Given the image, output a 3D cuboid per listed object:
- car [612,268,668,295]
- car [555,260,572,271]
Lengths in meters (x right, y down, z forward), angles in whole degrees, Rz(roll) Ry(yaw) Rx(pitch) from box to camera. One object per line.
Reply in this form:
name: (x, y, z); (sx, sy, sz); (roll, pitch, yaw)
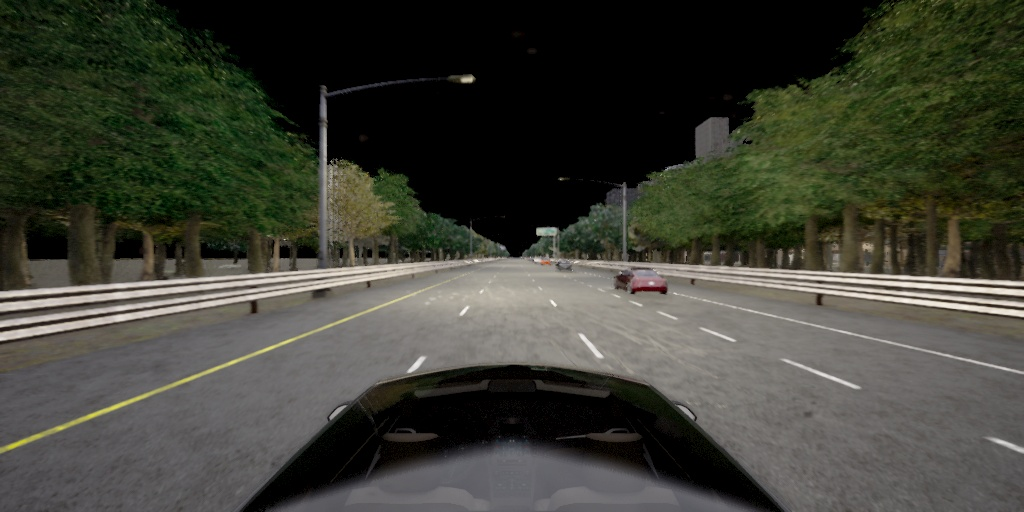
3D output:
car: (7.017, 1.335, 20.037); (1.994, 1.385, 4.181); (0, 0, 0)
car: (7.126, 1.314, 50.029); (2.128, 1.511, 4.902); (0, 0, 0)
